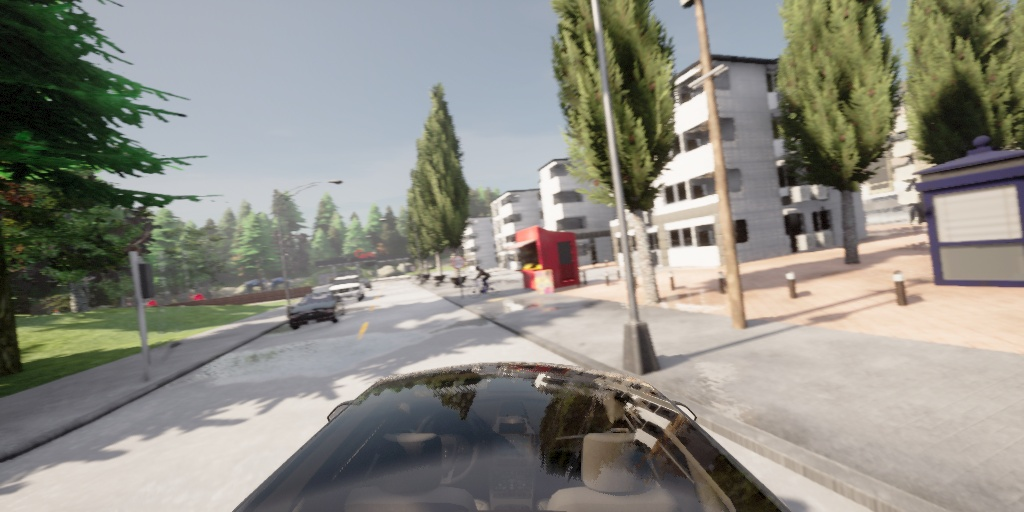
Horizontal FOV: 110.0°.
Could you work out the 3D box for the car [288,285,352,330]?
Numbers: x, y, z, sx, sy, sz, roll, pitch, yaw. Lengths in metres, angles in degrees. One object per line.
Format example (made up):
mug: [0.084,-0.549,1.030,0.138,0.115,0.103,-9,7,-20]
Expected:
car: [-9.269,2.471,17.408,2.033,1.411,5.357,-7,0,-20]

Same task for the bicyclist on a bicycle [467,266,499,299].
bicyclist on a bicycle: [-1.522,1.302,18.260,1.656,1.620,0.582,-7,0,-19]

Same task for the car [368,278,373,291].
car: [-18.009,3.402,43.428,1.882,1.535,5.008,-7,0,-19]

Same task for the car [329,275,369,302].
car: [-13.176,2.649,28.845,2.150,2.045,5.566,-7,0,-19]
